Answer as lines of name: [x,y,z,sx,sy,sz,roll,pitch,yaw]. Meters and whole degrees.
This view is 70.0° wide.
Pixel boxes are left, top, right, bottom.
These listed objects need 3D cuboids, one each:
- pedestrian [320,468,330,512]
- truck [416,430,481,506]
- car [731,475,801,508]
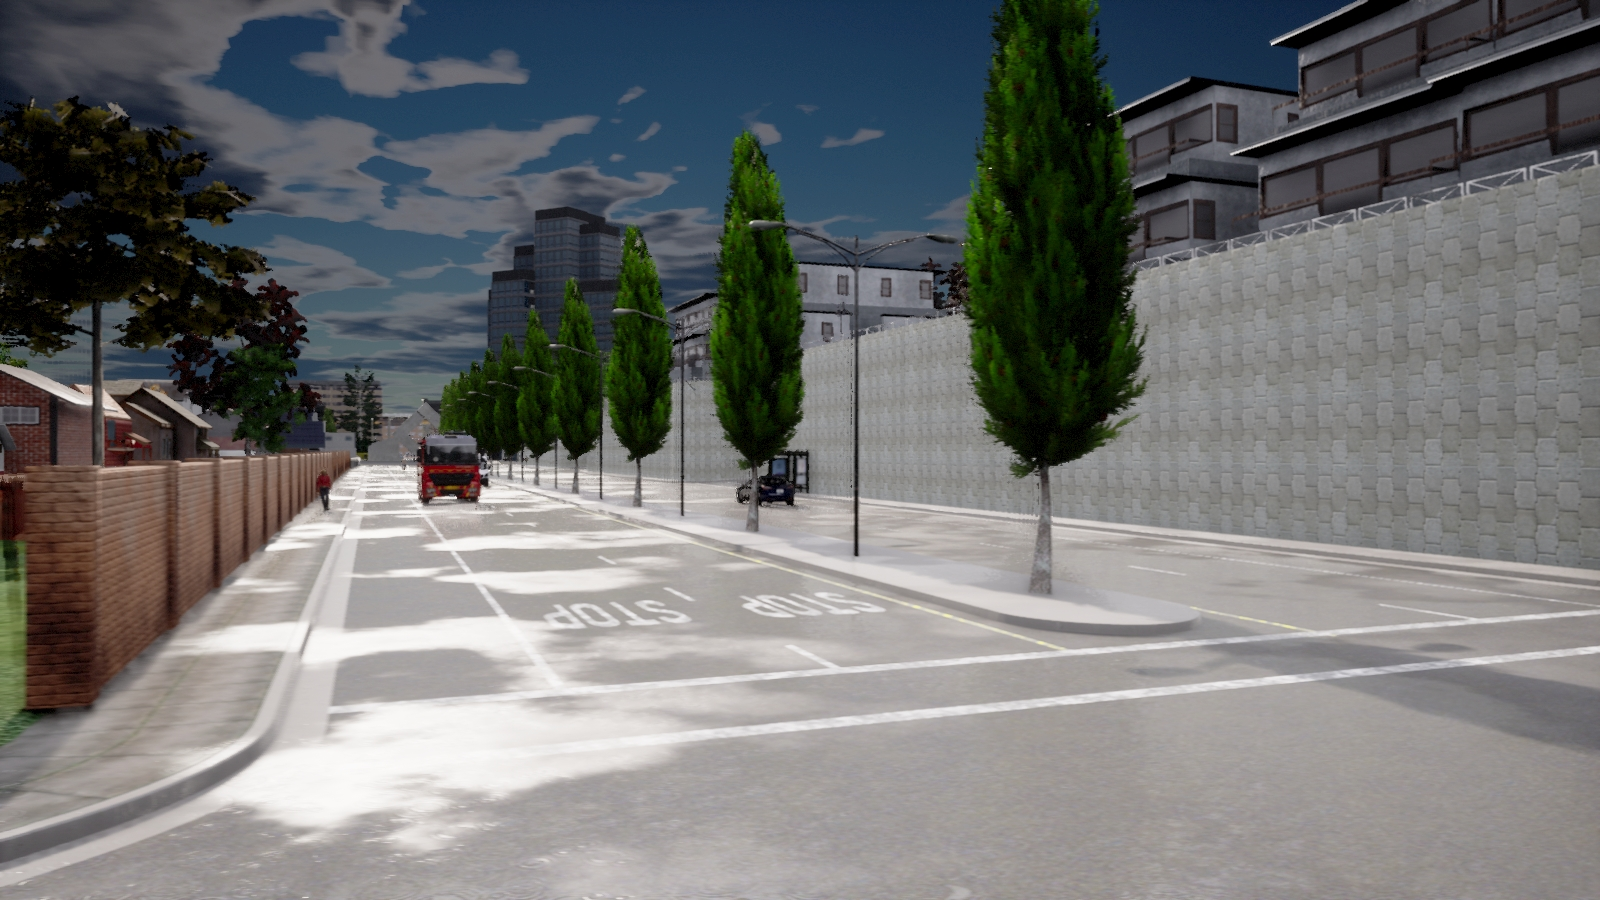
pedestrian: [-20.346,1.696,48.941,0.375,1.860,0.375,0,0,-21]
truck: [-19.215,0.891,62.140,2.891,3.827,8.468,0,0,-21]
car: [-1.787,2.066,58.403,2.163,1.488,4.792,0,0,-21]
